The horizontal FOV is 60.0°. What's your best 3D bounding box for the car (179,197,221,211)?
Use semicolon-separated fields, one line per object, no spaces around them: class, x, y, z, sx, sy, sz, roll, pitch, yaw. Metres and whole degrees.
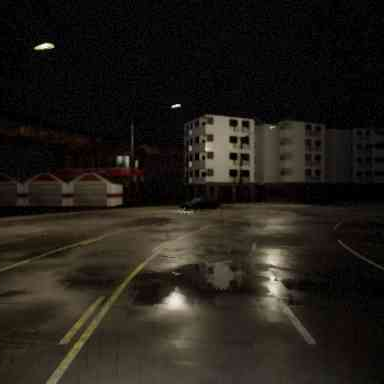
car;1.028;1.279;36.423;2.033;1.411;5.357;0;0;42

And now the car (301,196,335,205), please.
car;18.430;1.243;48.630;4.718;1.301;1.895;0;0;-23
